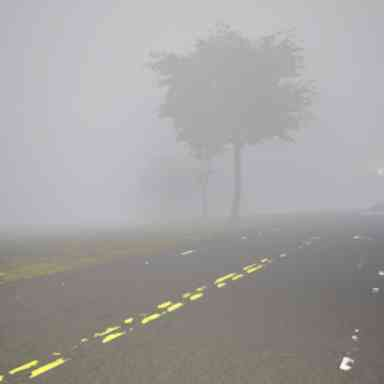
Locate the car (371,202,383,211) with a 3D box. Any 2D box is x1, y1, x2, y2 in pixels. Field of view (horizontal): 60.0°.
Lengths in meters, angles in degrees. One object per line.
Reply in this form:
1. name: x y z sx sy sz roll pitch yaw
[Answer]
1. car: 27.692 2.157 48.750 1.895 1.301 4.718 -2 -2 41
